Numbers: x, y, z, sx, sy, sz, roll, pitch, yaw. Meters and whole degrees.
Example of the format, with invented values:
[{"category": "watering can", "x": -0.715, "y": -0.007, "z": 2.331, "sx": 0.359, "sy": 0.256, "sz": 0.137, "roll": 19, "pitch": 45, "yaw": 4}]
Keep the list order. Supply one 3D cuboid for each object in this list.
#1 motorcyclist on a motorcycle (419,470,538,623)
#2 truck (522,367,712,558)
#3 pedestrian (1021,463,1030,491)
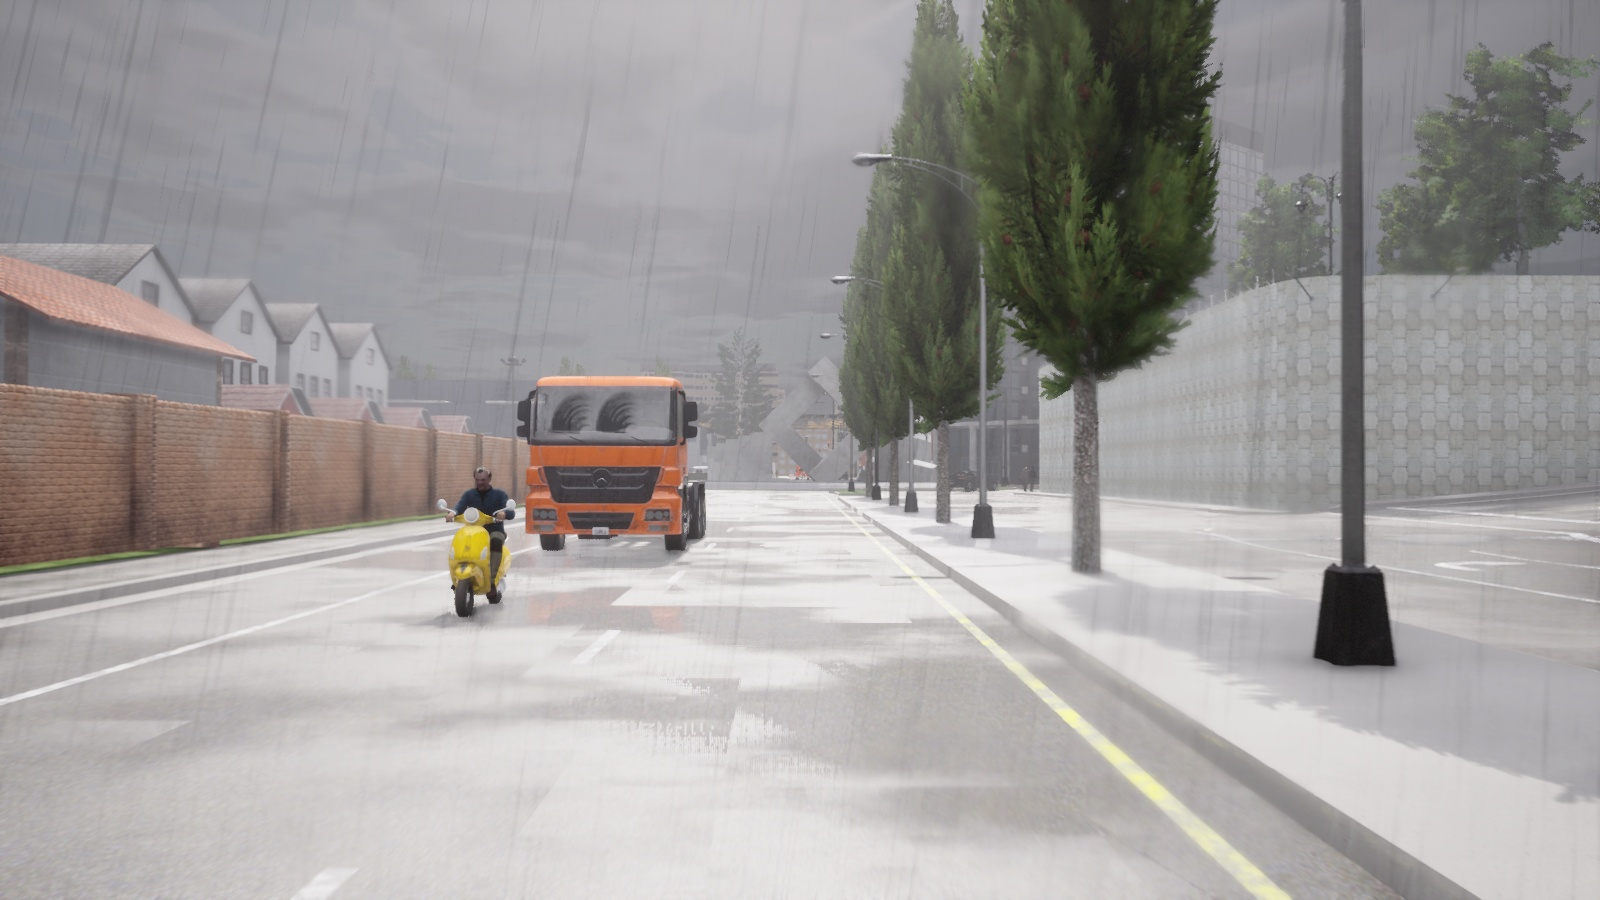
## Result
[{"category": "motorcyclist on a motorcycle", "x": -3.534, "y": 1.016, "z": 13.964, "sx": 0.866, "sy": 1.590, "sz": 1.817, "roll": 0, "pitch": -1, "yaw": 0}, {"category": "truck", "x": -3.602, "y": 0.295, "z": 26.744, "sx": 2.891, "sy": 3.462, "sz": 7.936, "roll": 0, "pitch": -1, "yaw": 0}, {"category": "pedestrian", "x": 16.059, "y": 1.903, "z": 89.470, "sx": 0.659, "sy": 1.952, "sz": 0.873, "roll": 0, "pitch": -1, "yaw": 10}]
